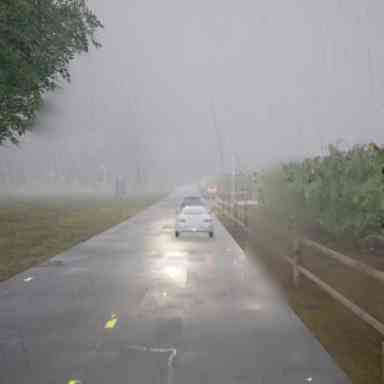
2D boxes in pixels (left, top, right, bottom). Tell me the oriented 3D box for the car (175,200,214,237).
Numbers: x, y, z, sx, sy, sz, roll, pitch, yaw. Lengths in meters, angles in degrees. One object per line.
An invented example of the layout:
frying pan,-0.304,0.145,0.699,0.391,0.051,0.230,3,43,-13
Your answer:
car,0.109,1.379,17.028,1.812,1.442,4.674,0,1,0

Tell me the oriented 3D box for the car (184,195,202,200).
car,0.065,1.066,28.511,2.033,1.649,4.856,0,1,1
